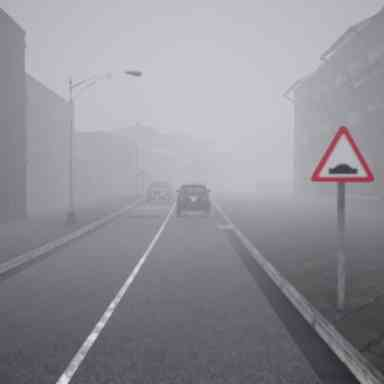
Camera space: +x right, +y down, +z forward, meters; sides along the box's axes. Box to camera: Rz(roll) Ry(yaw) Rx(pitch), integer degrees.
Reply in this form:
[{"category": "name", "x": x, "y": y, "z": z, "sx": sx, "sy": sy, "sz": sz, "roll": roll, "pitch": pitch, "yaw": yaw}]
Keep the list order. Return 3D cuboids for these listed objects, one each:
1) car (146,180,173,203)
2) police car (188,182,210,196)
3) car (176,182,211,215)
[{"category": "car", "x": -3.080, "y": -0.070, "z": 32.259, "sx": 2.150, "sy": 2.045, "sz": 5.566, "roll": 0, "pitch": 3, "yaw": 0}, {"category": "police car", "x": 0.927, "y": -0.408, "z": 42.019, "sx": 1.930, "sy": 1.638, "sz": 5.238, "roll": 0, "pitch": 3, "yaw": 10}, {"category": "car", "x": 0.102, "y": 0.448, "z": 22.728, "sx": 2.150, "sy": 2.045, "sz": 5.566, "roll": 0, "pitch": 3, "yaw": 0}]
